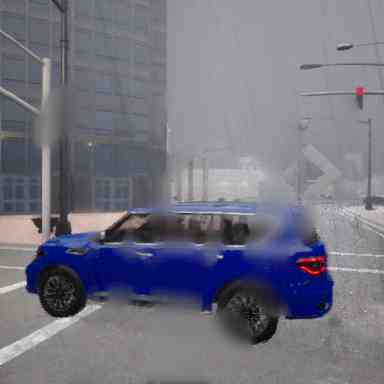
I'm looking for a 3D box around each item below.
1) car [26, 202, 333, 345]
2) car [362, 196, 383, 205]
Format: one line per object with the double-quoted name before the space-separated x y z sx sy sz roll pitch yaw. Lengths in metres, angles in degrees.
"car" -0.344 1.212 6.295 5.566 2.045 2.150 0 0 18
"car" 31.235 1.424 56.210 4.892 1.490 1.837 0 1 -15
